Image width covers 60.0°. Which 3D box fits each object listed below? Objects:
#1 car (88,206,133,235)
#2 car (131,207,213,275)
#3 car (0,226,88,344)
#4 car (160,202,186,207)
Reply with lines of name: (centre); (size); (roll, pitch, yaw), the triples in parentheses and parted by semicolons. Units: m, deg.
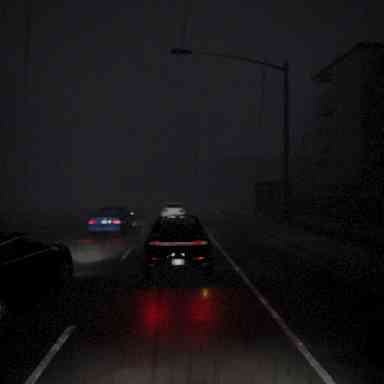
car: (-4.438, 1.505, 18.722); (2.033, 1.411, 5.357); (0, 0, -4)
car: (-0.447, 1.460, 10.388); (2.128, 1.511, 4.902); (0, 0, -3)
car: (-3.730, 1.485, 6.139); (2.128, 1.511, 4.902); (0, 0, -2)
car: (-1.430, 1.452, 25.353); (1.812, 1.442, 4.674); (0, 0, -4)
